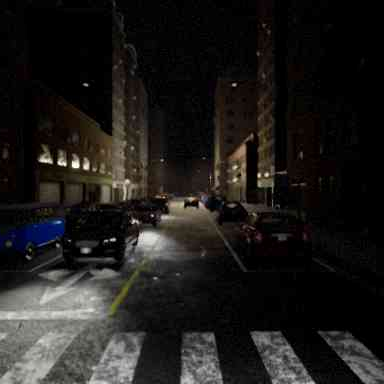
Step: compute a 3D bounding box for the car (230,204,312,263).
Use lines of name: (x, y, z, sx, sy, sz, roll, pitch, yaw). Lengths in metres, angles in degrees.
car: (2.649, 1.390, 11.704, 1.967, 1.590, 4.097, 0, 0, 0)

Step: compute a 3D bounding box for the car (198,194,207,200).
car: (2.532, 1.192, 79.734, 2.008, 1.369, 4.403, 0, 0, 0)

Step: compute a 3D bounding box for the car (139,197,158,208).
car: (-5.935, 1.369, 45.697, 1.947, 1.339, 4.313, 0, 0, 0)

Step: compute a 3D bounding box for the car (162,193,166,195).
car: (-5.954, 1.276, 56.863, 1.752, 1.417, 4.829, 0, 0, 0)

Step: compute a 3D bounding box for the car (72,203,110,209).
car: (-5.887, 1.368, 17.355, 1.967, 1.590, 4.097, 0, 0, 0)

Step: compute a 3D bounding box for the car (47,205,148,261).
car: (-3.110, 1.440, 12.195, 2.128, 1.511, 4.902, 0, 0, 0)

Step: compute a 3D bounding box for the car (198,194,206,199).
car: (2.523, 1.193, 85.404, 1.802, 1.307, 4.206, 0, 0, 0)

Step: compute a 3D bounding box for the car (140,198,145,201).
car: (-5.916, 1.420, 34.361, 1.947, 1.339, 4.313, 0, 0, 0)

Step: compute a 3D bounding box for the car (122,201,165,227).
car: (-3.126, 1.507, 22.275, 1.895, 1.301, 4.718, 0, 0, 0)

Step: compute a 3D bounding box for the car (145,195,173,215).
car: (-3.142, 1.367, 32.426, 1.837, 1.490, 4.892, 0, 0, 0)

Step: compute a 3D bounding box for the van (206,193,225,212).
van: (2.609, 1.194, 34.380, 1.690, 1.788, 3.998, 0, 0, 0)

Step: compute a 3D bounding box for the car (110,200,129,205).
car: (-5.896, 1.469, 23.024, 1.947, 1.339, 4.313, 0, 0, 0)

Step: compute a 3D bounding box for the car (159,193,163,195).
car: (-5.945, 1.321, 51.364, 1.887, 1.381, 4.507, 0, 0, 0)

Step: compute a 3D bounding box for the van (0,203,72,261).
van: (-5.877, 1.292, 11.686, 1.690, 1.788, 3.998, 0, 0, 0)

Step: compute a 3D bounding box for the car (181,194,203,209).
car: (-0.069, 1.312, 41.675, 2.128, 1.511, 4.902, 0, 0, 0)

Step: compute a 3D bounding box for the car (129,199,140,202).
car: (-5.906, 1.461, 28.692, 1.802, 1.307, 4.206, 0, 0, 0)

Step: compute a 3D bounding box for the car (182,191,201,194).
car: (-0.087, 1.123, 52.132, 2.097, 1.767, 4.553, 0, 0, 0)

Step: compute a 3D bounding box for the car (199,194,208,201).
car: (2.541, 1.234, 74.065, 1.947, 1.339, 4.313, 0, 0, 0)

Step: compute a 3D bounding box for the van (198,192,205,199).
van: (2.513, 0.921, 91.073, 1.690, 1.788, 3.998, 0, 0, 0)

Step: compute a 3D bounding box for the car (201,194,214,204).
car: (2.571, 1.189, 57.057, 1.967, 1.590, 4.097, 0, 0, 0)

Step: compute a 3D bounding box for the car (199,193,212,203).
car: (2.561, 1.037, 62.726, 2.192, 1.841, 5.009, 0, 0, 0)

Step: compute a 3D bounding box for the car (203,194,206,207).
car: (2.600, 1.352, 40.219, 1.752, 1.417, 4.829, 0, 0, 0)

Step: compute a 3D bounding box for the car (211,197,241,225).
car: (2.629, 1.342, 23.042, 1.967, 1.590, 4.097, 0, 0, 0)

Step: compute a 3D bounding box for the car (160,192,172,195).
car: (-5.974, 1.011, 68.369, 2.192, 1.841, 5.009, 0, 0, 0)

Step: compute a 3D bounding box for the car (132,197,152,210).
car: (-5.925, 1.355, 39.858, 1.752, 1.417, 4.829, 0, 0, 0)

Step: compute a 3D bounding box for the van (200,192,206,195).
van: (2.580, 1.116, 51.388, 1.690, 1.788, 3.998, 0, 0, 0)
